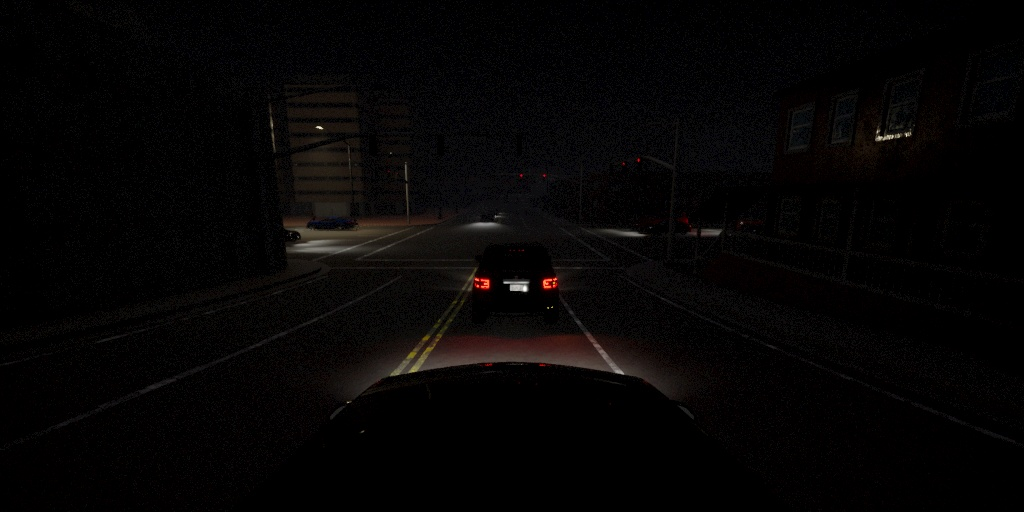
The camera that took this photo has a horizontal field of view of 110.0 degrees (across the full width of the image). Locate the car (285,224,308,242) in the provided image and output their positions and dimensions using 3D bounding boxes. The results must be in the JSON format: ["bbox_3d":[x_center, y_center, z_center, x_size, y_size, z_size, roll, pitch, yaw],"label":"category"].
[{"bbox_3d":[-20.120,-1.810,29.627,4.892,1.490,1.837,0,10,0],"label":"car"}]

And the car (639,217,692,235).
[{"bbox_3d":[15.943,-2.982,36.731,4.674,1.442,1.812,0,10,0],"label":"car"}]

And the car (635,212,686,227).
[{"bbox_3d":[16.748,-3.871,40.135,5.566,2.045,2.150,0,10,0],"label":"car"}]

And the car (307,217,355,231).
[{"bbox_3d":[-20.273,-3.630,40.121,5.008,1.535,1.882,0,10,1],"label":"car"}]

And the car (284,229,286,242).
[{"bbox_3d":[-19.925,-1.235,26.183,4.902,1.511,2.128,0,10,0],"label":"car"}]

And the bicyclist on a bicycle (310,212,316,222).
[{"bbox_3d":[-25.400,-4.790,45.849,0.582,1.620,1.656,0,10,0],"label":"bicyclist on a bicycle"}]

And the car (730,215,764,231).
[{"bbox_3d":[27.029,-3.736,40.150,4.553,1.767,2.097,0,10,0],"label":"car"}]

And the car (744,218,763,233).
[{"bbox_3d":[27.100,-2.901,36.744,4.718,1.301,1.895,0,10,0],"label":"car"}]

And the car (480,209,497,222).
[{"bbox_3d":[-3.754,-5.888,54.129,1.895,1.301,4.718,0,10,0],"label":"car"}]

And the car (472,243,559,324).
[{"bbox_3d":[0.058,0.601,10.749,2.150,2.045,5.566,0,4,-1],"label":"car"}]
